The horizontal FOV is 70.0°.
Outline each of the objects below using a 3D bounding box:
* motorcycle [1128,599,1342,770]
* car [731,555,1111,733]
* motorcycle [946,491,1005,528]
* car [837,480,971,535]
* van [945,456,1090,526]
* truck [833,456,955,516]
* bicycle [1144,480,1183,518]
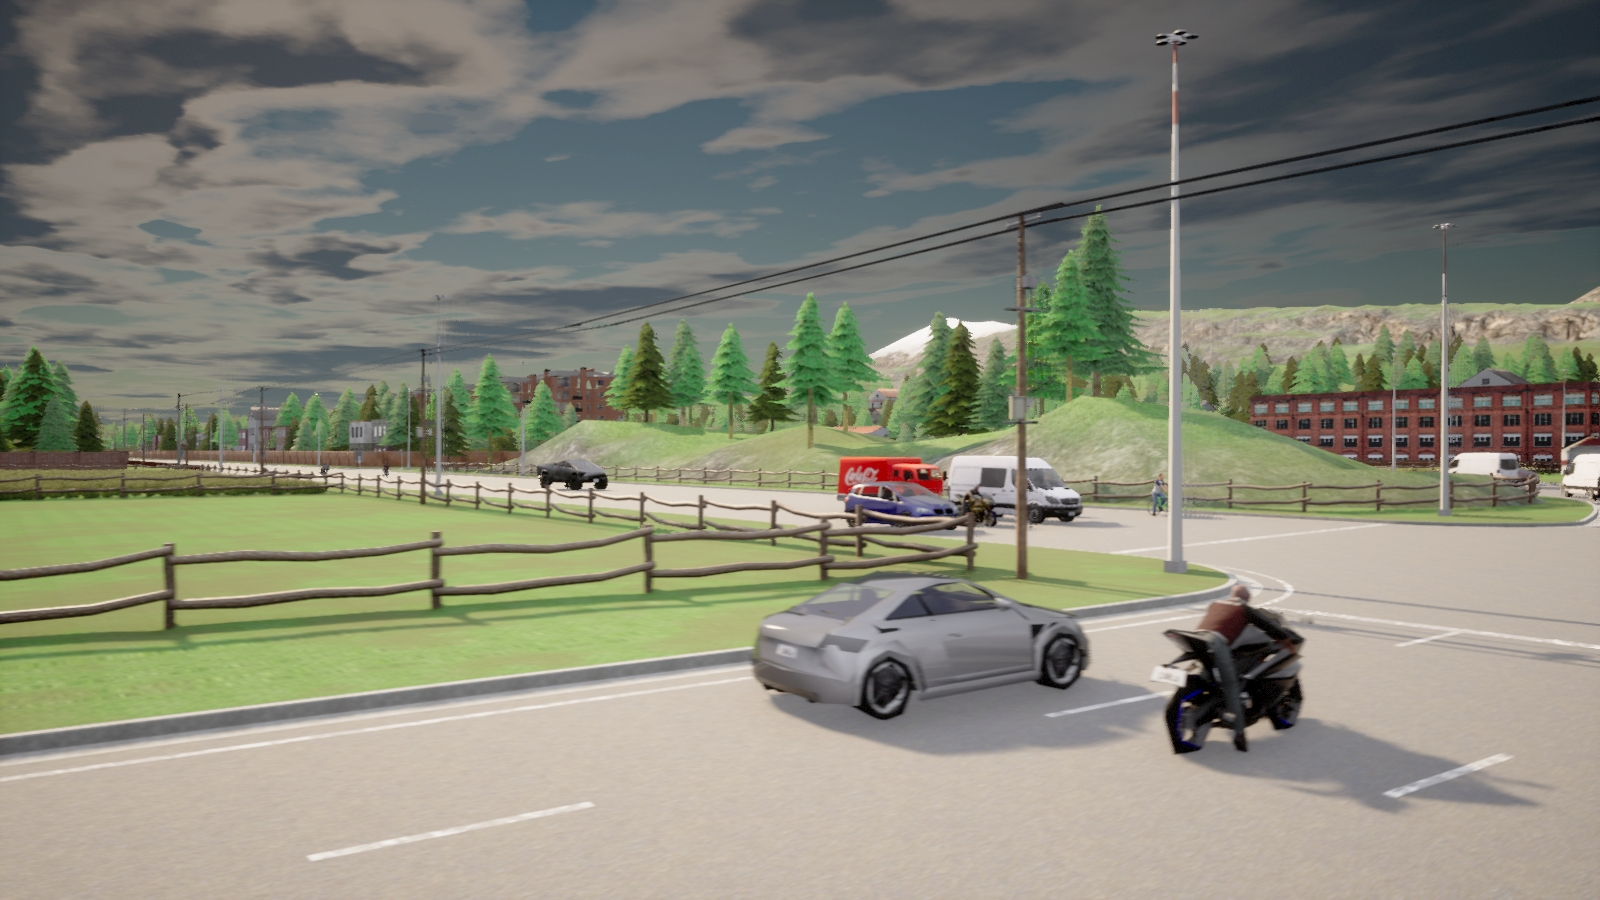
[{"bbox_3d":[4.247,2.201,11.078,2.209,1.251,0.867,0,0,-36],"label":"motorcycle"},{"bbox_3d":[1.491,2.115,13.395,4.181,1.385,1.994,0,0,-36],"label":"car"},{"bbox_3d":[6.481,2.195,42.241,0.867,1.251,2.209,0,0,-36],"label":"motorcycle"},{"bbox_3d":[3.584,1.959,40.278,2.242,1.667,4.611,0,0,-35],"label":"car"},{"bbox_3d":[8.523,1.524,45.390,1.988,2.561,5.915,0,0,-36],"label":"van"},{"bbox_3d":[4.154,1.549,51.315,2.627,2.467,5.204,0,1,-37],"label":"truck"},{"bbox_3d":[15.271,2.043,48.004,0.373,1.496,1.643,0,0,-36],"label":"bicycle"}]
